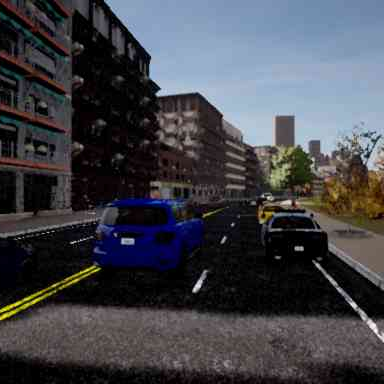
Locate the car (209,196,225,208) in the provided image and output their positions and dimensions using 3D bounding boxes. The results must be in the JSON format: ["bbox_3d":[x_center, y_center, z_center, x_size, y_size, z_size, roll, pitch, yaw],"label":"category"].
[{"bbox_3d":[3.573,1.345,49.219,2.097,1.767,4.553,0,0,14],"label":"car"}]

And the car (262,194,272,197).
[{"bbox_3d":[10.758,1.502,50.630,1.837,1.490,4.892,0,0,15],"label":"car"}]

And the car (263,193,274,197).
[{"bbox_3d":[15.110,1.252,66.453,2.150,2.045,5.566,0,0,17],"label":"car"}]

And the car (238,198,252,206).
[{"bbox_3d":[9.118,1.607,56.873,1.895,1.301,4.718,0,0,15],"label":"car"}]

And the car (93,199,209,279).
[{"bbox_3d":[-0.993,1.214,10.239,2.150,2.045,5.566,0,0,10],"label":"car"}]

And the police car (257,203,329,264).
[{"bbox_3d":[3.519,1.418,12.068,1.930,1.638,5.238,0,0,10],"label":"police car"}]

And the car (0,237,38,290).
[{"bbox_3d":[-5.112,1.556,6.744,1.994,1.385,4.181,0,0,10],"label":"car"}]

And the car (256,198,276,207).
[{"bbox_3d":[5.284,1.443,21.936,1.801,1.575,5.366,0,0,11],"label":"car"}]

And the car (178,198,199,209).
[{"bbox_3d":[-0.428,1.590,46.657,1.895,1.301,4.718,0,0,14],"label":"car"}]
